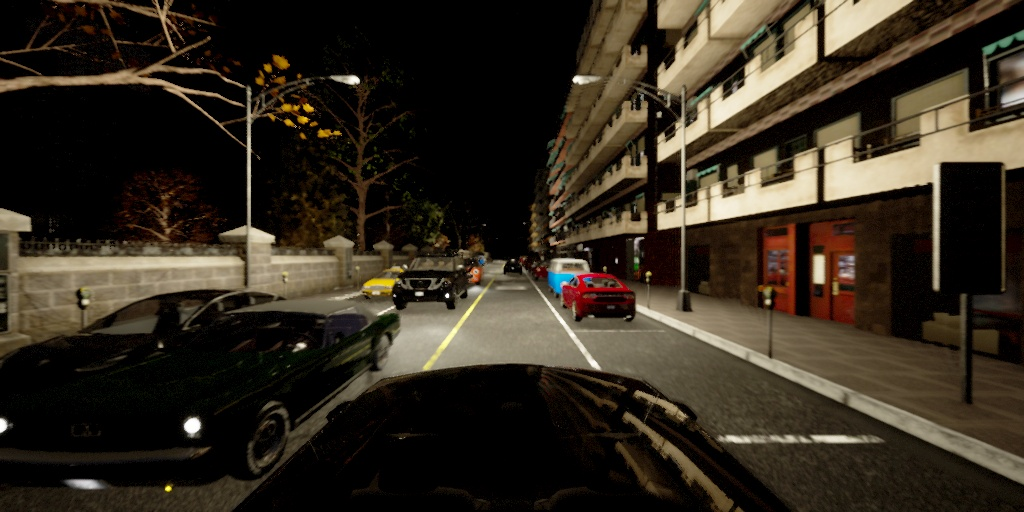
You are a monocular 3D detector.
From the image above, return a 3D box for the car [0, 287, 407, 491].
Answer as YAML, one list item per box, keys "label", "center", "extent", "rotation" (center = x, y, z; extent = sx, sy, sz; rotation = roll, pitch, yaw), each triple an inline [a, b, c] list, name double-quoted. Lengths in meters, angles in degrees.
- label: "car"
  center: [-3.102, 1.337, 4.810]
  extent: [1.895, 1.301, 4.718]
  rotation: [0, 0, 0]

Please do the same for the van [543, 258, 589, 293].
- label: "van"
  center: [2.685, 1.020, 17.606]
  extent: [1.690, 1.789, 3.998]
  rotation: [0, 0, 0]

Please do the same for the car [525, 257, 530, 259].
- label: "car"
  center: [2.678, 1.137, 40.126]
  extent: [1.888, 1.381, 4.507]
  rotation: [0, 0, 0]

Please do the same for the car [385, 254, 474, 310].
- label: "car"
  center: [-3.103, 0.913, 14.827]
  extent: [2.150, 2.045, 5.566]
  rotation: [0, 0, 0]

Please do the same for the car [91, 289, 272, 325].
- label: "car"
  center: [-5.692, 1.295, 6.343]
  extent: [1.948, 1.339, 4.313]
  rotation: [0, 0, 0]

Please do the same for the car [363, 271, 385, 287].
- label: "car"
  center: [-5.695, 1.205, 17.434]
  extent: [1.751, 1.417, 4.829]
  rotation: [0, 0, 0]

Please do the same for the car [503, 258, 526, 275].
- label: "car"
  center: [0.085, 1.167, 37.050]
  extent: [1.994, 1.385, 4.181]
  rotation: [0, 0, 0]

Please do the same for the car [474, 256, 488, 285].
- label: "car"
  center: [-3.099, 1.002, 24.977]
  extent: [2.097, 1.767, 4.553]
  rotation: [0, 0, 0]

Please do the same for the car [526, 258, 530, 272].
- label: "car"
  center: [2.679, 1.163, 34.496]
  extent: [2.007, 1.370, 4.403]
  rotation: [0, 0, 0]

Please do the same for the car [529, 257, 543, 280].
- label: "car"
  center: [2.682, 1.074, 28.866]
  extent: [1.967, 1.591, 4.097]
  rotation: [0, 0, 0]

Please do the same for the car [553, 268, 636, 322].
- label: "car"
  center: [2.687, 1.249, 11.976]
  extent: [1.888, 1.381, 4.507]
  rotation: [0, 0, 0]

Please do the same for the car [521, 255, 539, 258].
- label: "car"
  center: [2.676, 0.887, 45.756]
  extent: [2.192, 1.841, 5.009]
  rotation: [0, 0, 0]
